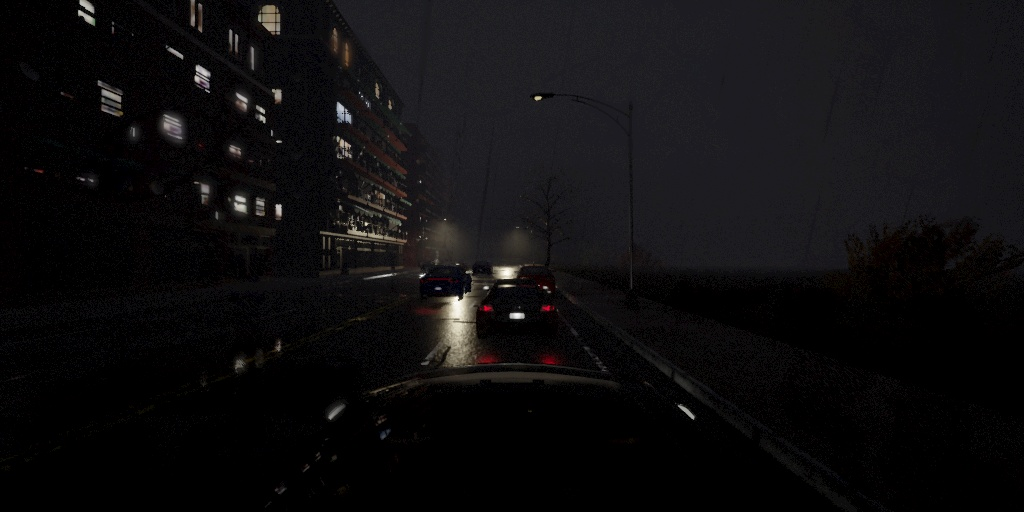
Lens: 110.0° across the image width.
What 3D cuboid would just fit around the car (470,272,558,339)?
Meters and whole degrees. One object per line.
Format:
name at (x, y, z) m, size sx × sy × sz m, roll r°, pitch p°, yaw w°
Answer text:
car at (0.109, 1.315, 10.068) m, size 1.994 × 1.385 × 4.181 m, roll 0°, pitch 0°, yaw 0°

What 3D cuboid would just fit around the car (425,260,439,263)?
car at (-9.812, 1.243, 43.783) m, size 2.128 × 1.511 × 4.902 m, roll 0°, pitch 0°, yaw 0°

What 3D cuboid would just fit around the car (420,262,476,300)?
car at (-3.136, 1.229, 17.735) m, size 1.882 × 1.535 × 5.008 m, roll 0°, pitch 0°, yaw 0°

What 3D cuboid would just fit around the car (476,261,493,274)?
car at (-3.117, 1.229, 38.287) m, size 1.882 × 1.535 × 5.008 m, roll 0°, pitch 0°, yaw 0°

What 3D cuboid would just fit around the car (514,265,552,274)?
car at (1.152, 1.230, 18.988) m, size 1.882 × 1.535 × 5.008 m, roll 0°, pitch 0°, yaw 0°
